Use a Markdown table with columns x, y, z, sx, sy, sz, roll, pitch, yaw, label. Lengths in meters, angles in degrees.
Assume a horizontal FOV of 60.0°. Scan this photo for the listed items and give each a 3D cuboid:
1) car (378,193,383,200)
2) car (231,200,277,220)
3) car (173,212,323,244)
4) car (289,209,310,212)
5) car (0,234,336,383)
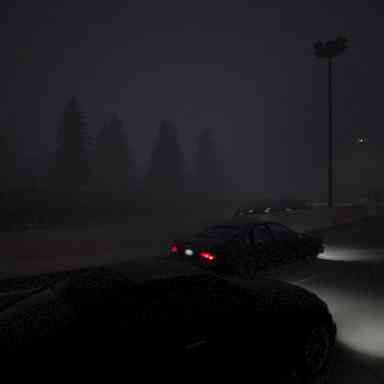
| x | y | z | sx | sy | sz | roll | pitch | yaw | label |
| --- | --- | --- | --- | --- | --- | --- | --- | --- | --- |
| 45.222 | 1.050 | 80.112 | 2.097 | 1.767 | 4.553 | 0 | 0 | 4 | car |
| 5.402 | 1.501 | 28.450 | 1.812 | 1.442 | 4.674 | 0 | 0 | 40 | car |
| 1.830 | 1.540 | 9.877 | 5.357 | 1.411 | 2.033 | 0 | 0 | -40 | car |
| 7.387 | 1.319 | 25.444 | 2.097 | 1.767 | 4.553 | 0 | 0 | 40 | car |
| -0.266 | 1.527 | 3.798 | 4.674 | 1.442 | 1.812 | 0 | 0 | -37 | car |
